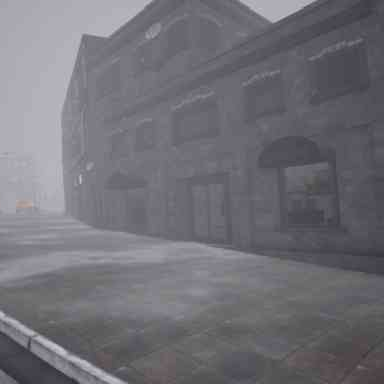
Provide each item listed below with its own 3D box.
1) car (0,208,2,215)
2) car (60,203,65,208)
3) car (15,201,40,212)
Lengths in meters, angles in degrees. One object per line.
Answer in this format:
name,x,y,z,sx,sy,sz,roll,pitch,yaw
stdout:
car,-23.902,2.050,38.547,1.837,1.490,4.892,-3,0,-6
car,-30.655,3.280,81.227,1.812,1.442,4.674,-3,-1,-4
car,-25.093,2.117,50.933,2.097,1.767,4.553,-3,-1,-4
